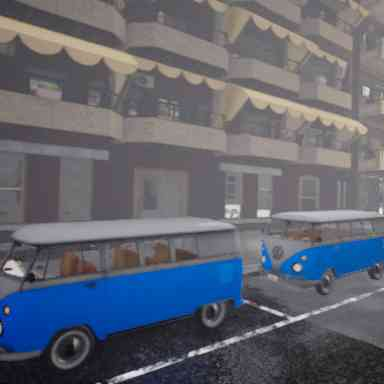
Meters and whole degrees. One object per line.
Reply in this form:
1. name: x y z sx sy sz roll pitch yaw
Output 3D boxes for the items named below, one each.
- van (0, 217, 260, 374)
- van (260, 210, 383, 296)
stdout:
1. van: -0.993 1.354 5.359 3.998 1.788 1.690 0 1 -35
2. van: 3.512 1.388 8.570 3.998 1.788 1.690 0 1 -35
